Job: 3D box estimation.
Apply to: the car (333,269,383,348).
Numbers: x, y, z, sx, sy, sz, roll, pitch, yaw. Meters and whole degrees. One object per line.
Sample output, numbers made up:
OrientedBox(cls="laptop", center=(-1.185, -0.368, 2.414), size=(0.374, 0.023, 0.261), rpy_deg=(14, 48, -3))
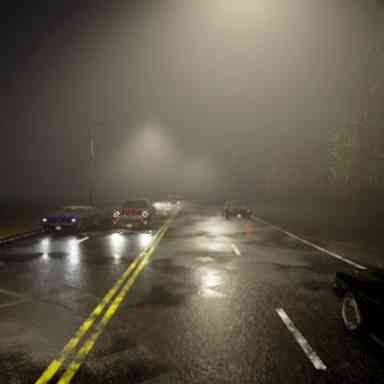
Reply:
OrientedBox(cls="car", center=(3.350, 1.567, 3.619), size=(1.895, 1.301, 4.718), rpy_deg=(-1, 1, 0))

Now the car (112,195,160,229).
OrientedBox(cls="car", center=(-3.338, 1.197, 20.065), size=(2.097, 1.767, 4.553), rpy_deg=(0, 0, 0))

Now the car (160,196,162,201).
OrientedBox(cls="car", center=(-6.505, 1.103, 58.975), size=(1.895, 1.301, 4.718), rpy_deg=(0, 1, 1))

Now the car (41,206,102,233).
OrientedBox(cls="car", center=(-6.589, 1.457, 18.649), size=(1.895, 1.301, 4.718), rpy_deg=(0, 0, 0))

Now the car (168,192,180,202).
OrientedBox(cls="car", center=(-3.252, 0.836, 60.824), size=(2.097, 1.767, 4.553), rpy_deg=(0, 1, 1))

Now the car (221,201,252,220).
OrientedBox(cls="car", center=(3.385, 1.370, 26.109), size=(1.895, 1.301, 4.718), rpy_deg=(0, 1, 0))
